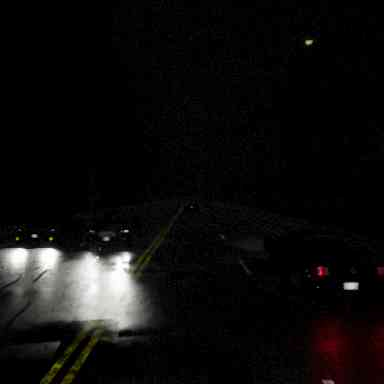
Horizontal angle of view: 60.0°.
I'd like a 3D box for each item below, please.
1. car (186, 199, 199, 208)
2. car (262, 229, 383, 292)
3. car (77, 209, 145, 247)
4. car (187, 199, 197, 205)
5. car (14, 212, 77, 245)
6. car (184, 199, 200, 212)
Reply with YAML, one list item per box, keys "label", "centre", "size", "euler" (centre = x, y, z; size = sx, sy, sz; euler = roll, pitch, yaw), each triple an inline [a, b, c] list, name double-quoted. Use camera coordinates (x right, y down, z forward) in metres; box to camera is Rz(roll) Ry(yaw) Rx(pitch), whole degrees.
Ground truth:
- label: "car"
  centre: [0.071, 1.990, 56.750]
  size: [2.033, 1.411, 5.357]
  euler: [0, -1, 0]
- label: "car"
  centre: [3.245, 1.650, 9.002]
  size: [1.895, 1.301, 4.718]
  euler: [0, 0, 0]
- label: "car"
  centre: [-3.353, 1.581, 15.476]
  size: [2.128, 1.511, 4.902]
  euler: [0, 0, 0]
- label: "car"
  centre: [-0.038, 2.173, 73.531]
  size: [2.033, 1.411, 5.357]
  euler: [0, -1, 0]
- label: "car"
  centre: [-6.603, 1.656, 15.902]
  size: [1.994, 1.385, 4.181]
  euler: [0, 0, 0]
- label: "car"
  centre: [-0.022, 1.879, 43.593]
  size: [1.994, 1.385, 4.181]
  euler: [0, -1, 0]
